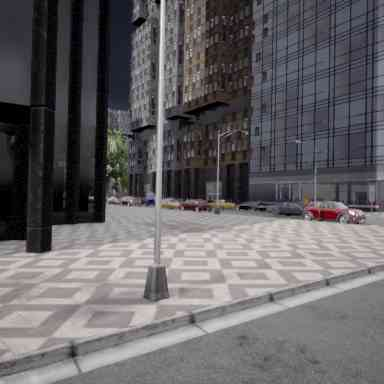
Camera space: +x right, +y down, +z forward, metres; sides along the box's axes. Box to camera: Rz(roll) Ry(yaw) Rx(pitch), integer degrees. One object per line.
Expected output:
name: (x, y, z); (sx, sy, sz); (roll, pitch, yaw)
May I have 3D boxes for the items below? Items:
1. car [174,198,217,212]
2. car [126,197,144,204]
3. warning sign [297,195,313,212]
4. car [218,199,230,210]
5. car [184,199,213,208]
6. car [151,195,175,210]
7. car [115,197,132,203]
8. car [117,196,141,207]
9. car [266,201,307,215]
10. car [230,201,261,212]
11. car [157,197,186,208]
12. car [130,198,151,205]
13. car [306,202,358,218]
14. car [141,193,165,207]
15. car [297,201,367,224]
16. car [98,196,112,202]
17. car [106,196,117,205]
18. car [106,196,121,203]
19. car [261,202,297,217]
car: (0.371, 1.485, 36.617); (1.887, 1.381, 4.507); (2, -1, -35)
car: (-11.806, 1.740, 68.365); (1.947, 1.339, 4.313); (2, -1, -35)
warning sign: (12.854, 1.338, 37.781); (1.300, 1.860, 1.060); (2, -1, -35)
car: (4.027, 1.694, 46.168); (1.752, 1.417, 4.829); (2, -1, -35)
car: (0.939, 1.723, 50.496); (2.008, 1.369, 4.403); (2, -1, -35)
car: (-2.717, 1.469, 40.947); (1.752, 1.417, 4.829); (2, -1, -35)
car: (-14.992, 1.740, 72.831); (1.947, 1.339, 4.313); (2, -1, -35)
car: (-9.187, 1.389, 50.022); (1.967, 1.590, 4.097); (2, -1, -35)
car: (10.497, 1.744, 37.095); (1.802, 1.307, 4.206); (2, -1, -35)
car: (7.311, 1.731, 41.562); (1.947, 1.339, 4.313); (2, -1, -35)
car: (-3.226, 1.593, 51.655); (2.128, 1.511, 4.902); (2, -1, -35)
car: (-9.321, 1.703, 60.123); (1.895, 1.301, 4.718); (2, -1, -35)
car: (13.683, 1.725, 32.628); (1.947, 1.339, 4.313); (2, -1, -35)
car: (-4.800, 1.242, 48.530); (2.150, 2.045, 5.566); (2, -1, -35)
car: (9.915, 1.371, 23.242); (1.967, 1.590, 4.097); (2, -1, -37)
car: (-21.364, 1.755, 81.765); (1.802, 1.307, 4.206); (2, -1, -35)
car: (-12.377, 1.532, 54.488); (1.802, 1.307, 4.206); (2, -1, -35)
car: (-18.276, 1.699, 77.437); (1.752, 1.417, 4.829); (2, -1, -35)
car: (9.015, 1.552, 29.082); (2.033, 1.411, 5.357); (2, -1, -35)
